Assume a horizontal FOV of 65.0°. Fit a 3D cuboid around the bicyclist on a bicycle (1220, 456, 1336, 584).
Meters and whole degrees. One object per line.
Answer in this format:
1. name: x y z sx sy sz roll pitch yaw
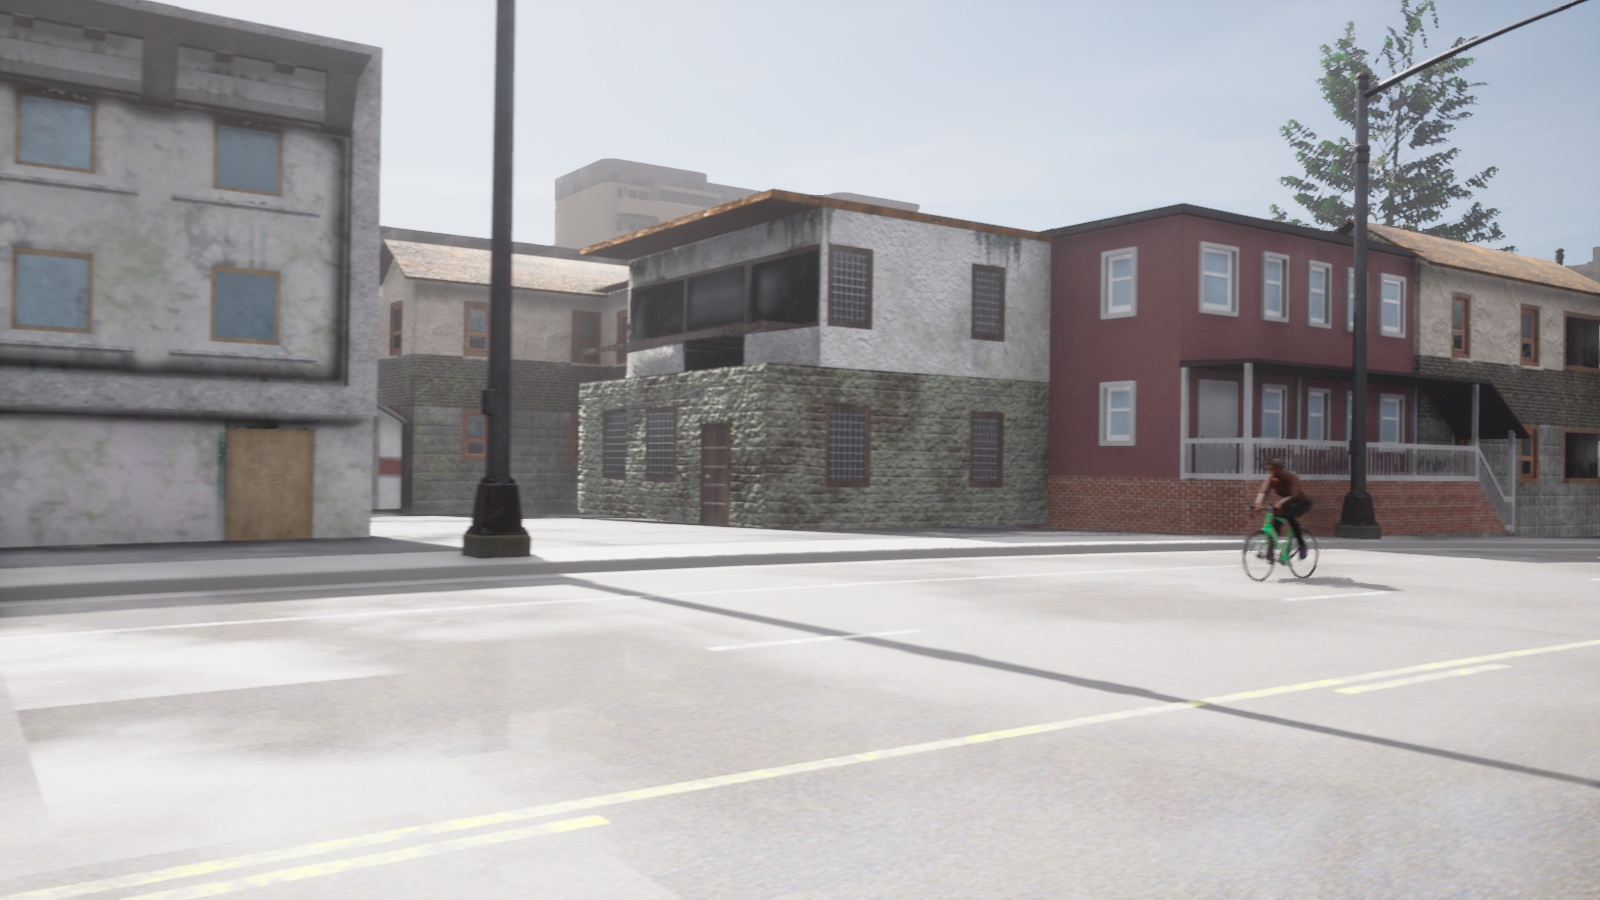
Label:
1. bicyclist on a bicycle: 6.323 0.897 16.587 1.656 1.620 0.582 1 -1 -35
